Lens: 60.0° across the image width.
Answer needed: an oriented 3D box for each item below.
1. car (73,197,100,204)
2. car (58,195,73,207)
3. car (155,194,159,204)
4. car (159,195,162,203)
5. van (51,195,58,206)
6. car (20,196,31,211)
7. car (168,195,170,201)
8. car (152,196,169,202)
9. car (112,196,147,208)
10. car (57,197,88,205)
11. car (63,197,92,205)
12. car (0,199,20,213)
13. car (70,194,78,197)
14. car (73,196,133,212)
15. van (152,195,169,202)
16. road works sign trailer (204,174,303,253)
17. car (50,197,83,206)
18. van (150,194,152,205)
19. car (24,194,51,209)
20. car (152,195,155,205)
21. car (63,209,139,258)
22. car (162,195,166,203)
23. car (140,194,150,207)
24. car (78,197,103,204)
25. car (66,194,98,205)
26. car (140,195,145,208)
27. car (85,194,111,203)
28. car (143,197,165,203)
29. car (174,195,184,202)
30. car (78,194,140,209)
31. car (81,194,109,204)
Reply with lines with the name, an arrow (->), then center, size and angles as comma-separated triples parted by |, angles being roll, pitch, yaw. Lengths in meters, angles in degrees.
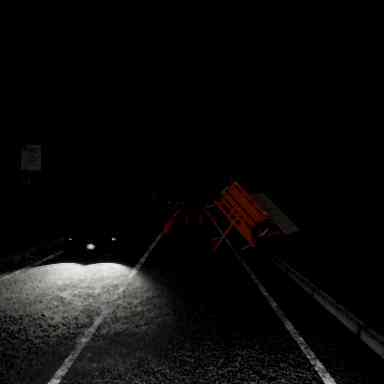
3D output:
car -> -21.943, 1.741, 69.454 | 5.008, 1.535, 2.097 | 0, -1, 0
car -> -21.925, 1.623, 52.743 | 4.674, 1.452, 2.002 | 0, -1, 0
car -> -8.849, 1.634, 58.448 | 5.008, 1.535, 2.097 | 0, -1, 0
car -> -8.886, 1.408, 61.254 | 5.566, 2.045, 2.435 | 0, -1, 0
van -> -22.040, 1.306, 47.174 | 4.442, 1.987, 1.878 | 0, 0, 0
car -> -21.926, 1.513, 38.823 | 4.674, 1.452, 2.002 | 0, 0, 0
car -> -8.862, 1.972, 86.475 | 4.792, 1.488, 2.163 | 0, -1, 0
car -> -8.934, 1.920, 94.886 | 4.553, 1.767, 2.185 | 0, -1, 0
car -> -8.812, 1.407, 47.235 | 4.553, 1.767, 2.185 | 0, -1, 0
car -> -21.908, 1.688, 61.099 | 4.792, 1.488, 2.163 | 0, -1, 0
car -> -21.970, 1.714, 63.884 | 4.792, 1.488, 2.163 | 0, -1, 0
car -> -21.930, 1.458, 36.036 | 5.008, 1.535, 2.097 | 0, 0, 0
car -> -21.745, 1.605, 55.529 | 5.366, 1.575, 1.946 | 0, -1, 0
car -> -8.841, 1.450, 33.223 | 4.892, 1.521, 2.231 | 0, 0, 0
van -> -8.782, 1.786, 92.085 | 4.442, 1.987, 1.878 | 0, -1, 0
road works sign trailer -> 2.367, 1.056, 12.618 | 3.560, 2.880, 2.380 | -5, 45, -44
car -> -21.928, 1.633, 58.315 | 5.008, 1.535, 2.097 | 0, -1, 0
van -> -8.729, 1.332, 50.040 | 4.442, 1.987, 1.878 | 0, -1, 0
car -> -21.892, 1.385, 44.392 | 4.553, 1.767, 2.185 | 0, 0, 0
car -> -8.842, 1.584, 52.842 | 4.892, 1.521, 2.231 | 0, -1, 0
car -> -3.249, 1.553, 12.622 | 1.994, 1.385, 4.181 | 0, 0, 0
car -> -8.867, 1.772, 72.464 | 5.008, 1.535, 2.097 | 0, -1, 0
car -> -8.871, 1.259, 44.435 | 5.566, 2.045, 2.435 | 0, 0, 0
car -> -21.949, 1.809, 72.114 | 4.674, 1.452, 2.002 | 0, -1, 0
car -> -21.916, 1.460, 66.670 | 5.566, 2.045, 2.435 | 0, -1, 0
car -> -8.849, 1.490, 41.628 | 4.892, 1.521, 2.231 | 0, 0, 0
car -> -21.931, 1.584, 77.687 | 5.566, 2.045, 2.435 | 0, -1, 0
car -> -8.909, 1.869, 78.066 | 4.792, 1.488, 2.163 | 0, -1, 0
car -> -3.247, 1.993, 90.236 | 1.882, 1.535, 5.008 | 0, -1, 0
car -> -8.873, 1.207, 36.025 | 5.566, 2.045, 2.435 | 0, 0, 0
car -> -21.927, 1.552, 75.025 | 5.566, 2.045, 2.435 | 0, -1, 0
